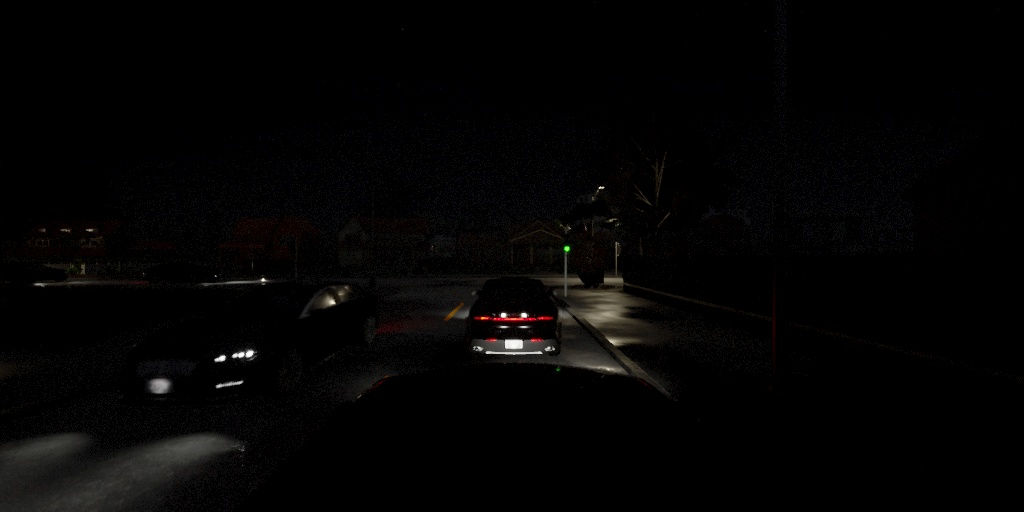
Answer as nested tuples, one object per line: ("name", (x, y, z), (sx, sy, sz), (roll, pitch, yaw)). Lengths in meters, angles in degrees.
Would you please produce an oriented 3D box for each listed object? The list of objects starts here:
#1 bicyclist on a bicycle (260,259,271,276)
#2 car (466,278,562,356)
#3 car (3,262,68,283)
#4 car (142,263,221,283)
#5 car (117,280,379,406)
("bicyclist on a bicycle", (-24.178, 1.099, 35.177), (0.582, 1.620, 1.656), (0, 0, 0))
("car", (0.053, 1.256, 8.577), (1.837, 1.490, 4.892), (0, 0, 1))
("car", (-36.403, 1.228, 26.767), (5.008, 1.535, 1.882), (0, 0, 0))
("car", (-24.559, 1.255, 26.778), (4.892, 1.490, 1.837), (0, 0, 0))
("car", (-4.070, 1.241, 6.608), (2.128, 1.511, 4.902), (0, 0, 0))
